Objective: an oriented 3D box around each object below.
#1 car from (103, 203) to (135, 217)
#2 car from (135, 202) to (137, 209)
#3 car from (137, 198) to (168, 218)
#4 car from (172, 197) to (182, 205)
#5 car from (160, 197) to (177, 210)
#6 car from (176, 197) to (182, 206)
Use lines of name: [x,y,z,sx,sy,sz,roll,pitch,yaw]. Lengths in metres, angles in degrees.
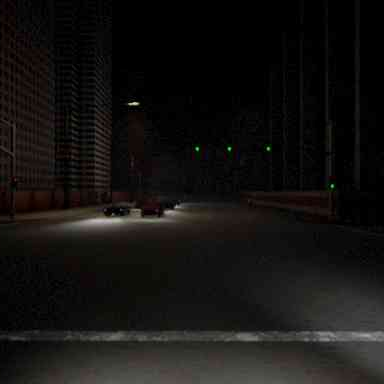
car: [-7.266,1.734,32.869,1.895,1.301,4.718,0,0,1]
car: [-7.032,1.744,48.529,2.033,1.411,5.357,0,0,1]
car: [-3.771,1.609,32.345,1.882,1.535,5.008,0,0,1]
car: [-3.095,1.785,69.337,1.837,1.490,4.892,0,0,1]
car: [-3.474,1.787,45.869,1.895,1.301,4.718,0,0,1]
car: [-3.314,1.844,60.118,1.895,1.301,4.718,0,0,1]
